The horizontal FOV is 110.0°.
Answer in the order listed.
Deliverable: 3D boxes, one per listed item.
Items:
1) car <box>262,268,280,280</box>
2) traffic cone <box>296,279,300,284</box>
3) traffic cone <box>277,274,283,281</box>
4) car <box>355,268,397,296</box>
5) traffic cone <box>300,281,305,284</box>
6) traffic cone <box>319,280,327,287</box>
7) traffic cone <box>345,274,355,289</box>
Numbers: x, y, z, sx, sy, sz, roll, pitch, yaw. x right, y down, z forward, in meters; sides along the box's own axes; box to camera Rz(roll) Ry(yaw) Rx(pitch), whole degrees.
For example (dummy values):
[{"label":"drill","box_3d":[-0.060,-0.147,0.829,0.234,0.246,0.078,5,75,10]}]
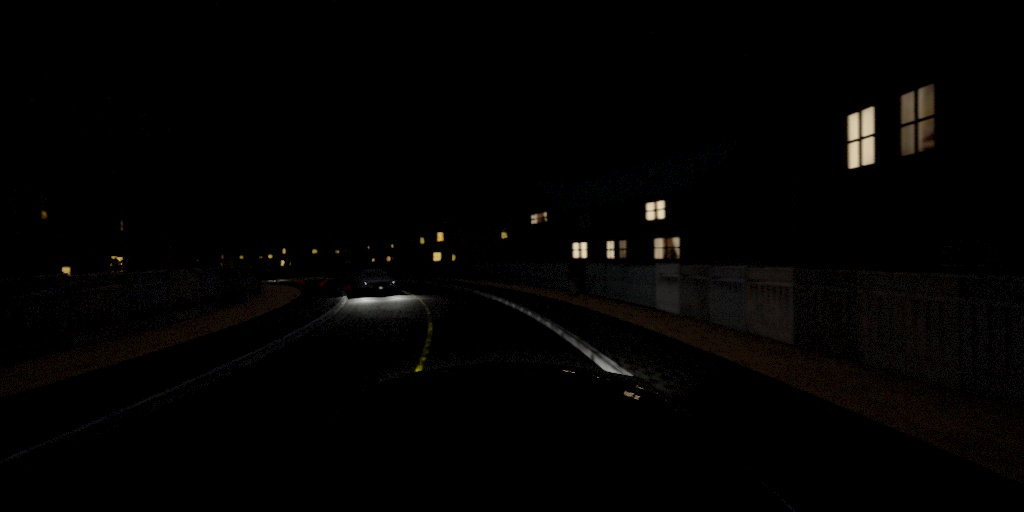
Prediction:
[{"label":"car","box_3d":[-30.783,2.217,44.769,5.008,1.535,1.882,-2,-1,37]},{"label":"traffic cone","box_3d":[-20.161,2.099,33.779,0.340,0.580,0.340,0,0,38]},{"label":"traffic cone","box_3d":[-24.249,2.425,37.155,0.340,0.580,0.340,0,0,37]},{"label":"car","box_3d":[-8.050,1.443,20.986,1.812,1.442,4.674,0,-1,-29]},{"label":"traffic cone","box_3d":[-16.131,1.773,27.938,0.340,0.580,0.340,0,0,-27]},{"label":"traffic cone","box_3d":[-13.168,1.663,24.792,0.340,0.580,0.340,0,0,12]},{"label":"traffic cone","box_3d":[-9.189,1.453,20.448,0.340,0.580,0.340,0,0,-19]}]
